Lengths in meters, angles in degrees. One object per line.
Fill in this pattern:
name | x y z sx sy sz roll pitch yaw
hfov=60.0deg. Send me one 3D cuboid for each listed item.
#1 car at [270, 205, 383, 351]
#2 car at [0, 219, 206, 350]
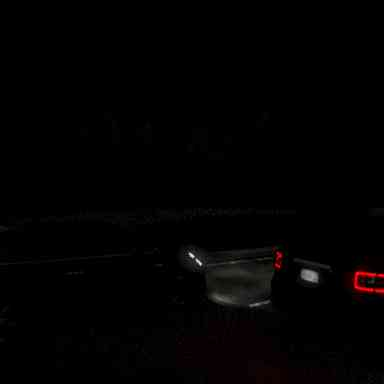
car | 3.940 1.273 5.932 5.566 2.045 2.150 1 0 -30
car | -1.931 1.343 6.365 4.553 1.767 2.097 1 0 -34
